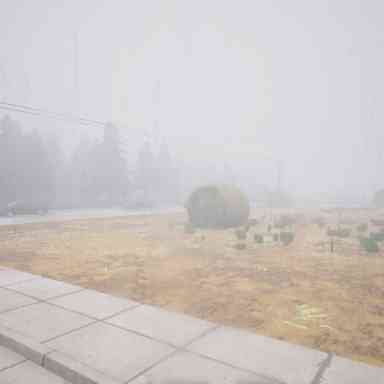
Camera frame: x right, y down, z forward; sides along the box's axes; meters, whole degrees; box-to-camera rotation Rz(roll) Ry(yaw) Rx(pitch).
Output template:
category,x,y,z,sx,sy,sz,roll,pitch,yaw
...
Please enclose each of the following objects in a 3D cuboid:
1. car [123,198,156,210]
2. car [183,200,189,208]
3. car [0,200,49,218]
category,x,y,z,sx,sy,sz,roll,pitch,yaw
car,-6.728,1.519,42.984,2.128,1.511,4.902,0,0,37
car,0.606,1.590,46.680,1.994,1.385,4.181,0,0,37
car,-15.797,1.532,30.762,1.837,1.490,4.892,0,0,37
